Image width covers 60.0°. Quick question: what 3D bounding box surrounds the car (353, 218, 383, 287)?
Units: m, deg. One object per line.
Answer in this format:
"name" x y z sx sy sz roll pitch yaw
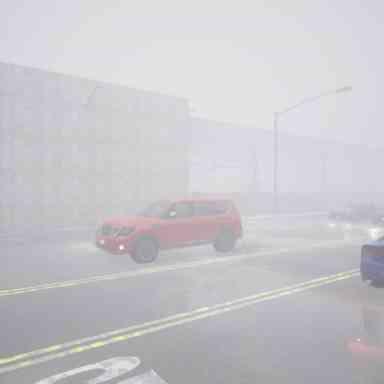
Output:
"car" 6.067 1.478 8.066 5.008 1.535 1.882 0 0 -35

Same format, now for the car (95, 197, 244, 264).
"car" -0.591 1.221 12.163 5.566 2.045 2.150 0 0 -35

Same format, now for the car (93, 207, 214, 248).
"car" -1.679 1.547 15.686 5.357 1.411 2.033 0 0 -35

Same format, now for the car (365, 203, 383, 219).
"car" 13.930 1.564 22.509 4.181 1.385 1.994 0 0 -35

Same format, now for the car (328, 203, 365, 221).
"car" 12.967 1.547 26.120 5.357 1.411 2.033 0 0 -35
